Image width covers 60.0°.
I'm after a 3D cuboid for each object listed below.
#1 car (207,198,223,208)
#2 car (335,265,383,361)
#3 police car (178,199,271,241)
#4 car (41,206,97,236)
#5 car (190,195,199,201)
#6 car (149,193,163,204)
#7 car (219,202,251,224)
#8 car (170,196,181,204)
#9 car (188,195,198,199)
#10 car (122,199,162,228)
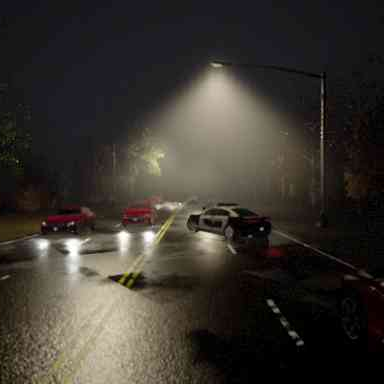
[{"bbox_3d":[3.231,1.550,47.266,1.994,1.385,4.181,0,0,1],"label":"car"},{"bbox_3d":[3.254,1.396,3.337,2.033,1.649,4.856,1,0,0],"label":"car"},{"bbox_3d":[1.612,1.376,16.609,1.930,1.638,5.238,1,0,-33],"label":"police car"},{"bbox_3d":[-6.683,1.535,18.596,1.812,1.442,4.674,0,0,0],"label":"car"},{"bbox_3d":[0.644,1.449,80.406,2.033,1.411,5.357,0,0,2],"label":"car"},{"bbox_3d":[-6.408,1.204,59.475,2.150,2.045,5.566,0,0,1],"label":"car"},{"bbox_3d":[3.152,1.515,25.330,1.812,1.442,4.674,0,0,0],"label":"car"},{"bbox_3d":[-3.020,1.496,65.016,1.812,1.442,4.674,0,0,2],"label":"car"},{"bbox_3d":[0.121,1.550,57.921,1.895,1.301,4.718,-3,0,1],"label":"car"},{"bbox_3d":[-3.448,1.459,22.644,1.882,1.535,5.008,-2,-1,0],"label":"car"}]
